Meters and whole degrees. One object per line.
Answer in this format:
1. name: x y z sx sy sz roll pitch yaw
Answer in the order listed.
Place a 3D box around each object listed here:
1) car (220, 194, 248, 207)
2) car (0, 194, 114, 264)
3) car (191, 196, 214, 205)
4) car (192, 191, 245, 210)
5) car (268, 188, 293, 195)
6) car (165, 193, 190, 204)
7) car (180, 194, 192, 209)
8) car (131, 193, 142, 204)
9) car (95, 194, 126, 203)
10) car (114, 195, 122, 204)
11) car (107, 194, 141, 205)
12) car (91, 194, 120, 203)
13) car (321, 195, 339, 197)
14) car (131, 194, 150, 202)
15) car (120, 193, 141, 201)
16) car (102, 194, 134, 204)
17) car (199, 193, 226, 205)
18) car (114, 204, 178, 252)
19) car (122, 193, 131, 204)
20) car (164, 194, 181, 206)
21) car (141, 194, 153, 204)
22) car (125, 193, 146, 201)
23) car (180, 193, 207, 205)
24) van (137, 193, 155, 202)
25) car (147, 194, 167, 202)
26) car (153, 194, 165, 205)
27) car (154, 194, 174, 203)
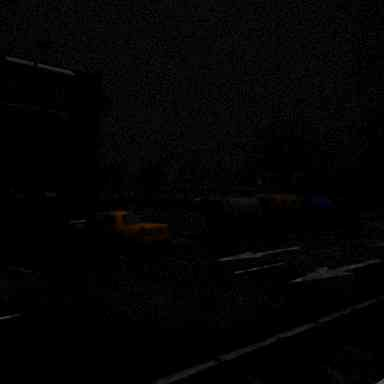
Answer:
1. car: 7.284 1.418 56.950 2.435 2.045 5.566 1 -2 35
2. car: -5.709 1.207 11.876 5.566 2.045 2.435 -1 0 35
3. car: 2.102 1.673 64.416 2.231 1.521 4.892 1 -2 35
4. car: 2.887 0.894 33.573 2.435 2.045 5.566 1 -1 35
5. car: 15.281 -0.005 57.643 1.882 1.535 5.008 2 3 -34
6. car: -3.027 1.424 71.896 2.435 2.045 5.566 1 -2 35
7. car: 1.204 1.186 36.028 2.002 1.452 4.674 1 0 35
8. car: -5.541 1.150 45.745 2.231 1.521 4.892 0 -1 35
9. car: -14.078 1.146 57.749 1.946 1.575 5.366 1 0 35
10. car: -8.911 1.150 50.607 2.097 1.535 5.008 0 -1 35
11. car: -10.704 1.145 52.887 1.946 1.575 5.366 1 0 35
12. car: -15.657 1.182 60.361 2.163 1.488 4.792 0 -1 35
13. car: 17.647 1.416 42.106 2.435 2.045 5.566 1 -2 35
14. car: -13.363 1.552 86.786 2.185 1.767 4.553 1 -2 35
15. car: -16.824 1.425 91.759 2.435 2.045 5.566 1 -2 35
16. car: -12.294 1.151 55.476 2.097 1.535 5.008 1 -1 35
17. car: 3.870 1.422 61.965 2.435 2.045 5.566 1 -2 35
18. car: -3.368 1.444 13.716 5.366 1.575 1.946 -1 0 35
19. car: -7.242 1.178 48.154 2.163 1.488 4.792 1 -1 35
20. car: -0.486 1.147 38.455 2.231 1.521 4.892 0 -1 35
21. car: -3.756 1.148 43.474 1.946 1.575 5.366 0 -1 35
22. car: -15.112 1.423 89.221 2.435 2.045 5.566 1 -2 35
23. car: 0.381 1.420 66.881 2.435 2.045 5.566 1 -2 35
24. van: -11.597 1.455 84.381 1.878 1.987 4.442 1 -2 35
25. car: -8.249 1.549 79.294 2.185 1.767 4.553 1 -2 35
26. car: -2.187 1.021 40.866 2.185 1.767 4.553 0 -1 35
27. car: -6.514 1.548 76.810 2.185 1.767 4.553 1 -2 35
